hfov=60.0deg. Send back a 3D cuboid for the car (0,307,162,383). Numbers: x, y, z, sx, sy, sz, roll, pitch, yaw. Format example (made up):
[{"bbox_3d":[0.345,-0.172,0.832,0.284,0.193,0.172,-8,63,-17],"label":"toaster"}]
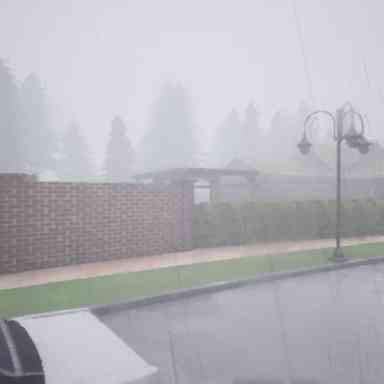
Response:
[{"bbox_3d":[-2.639,1.579,1.993,4.718,1.301,1.895,0,0,-35],"label":"car"}]
